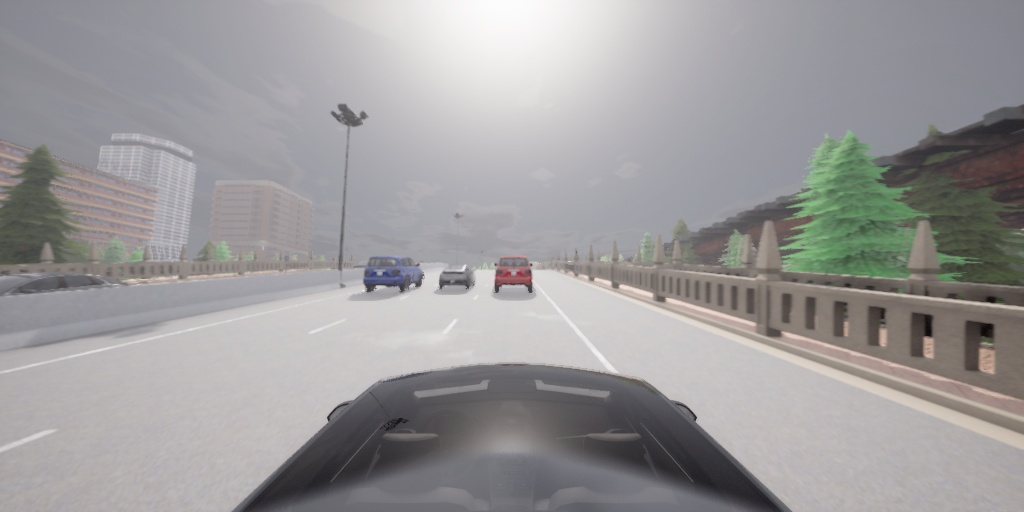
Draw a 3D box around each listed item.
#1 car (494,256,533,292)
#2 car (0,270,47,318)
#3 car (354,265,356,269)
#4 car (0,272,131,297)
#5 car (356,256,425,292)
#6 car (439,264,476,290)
[{"bbox_3d":[0.093,1.002,21.592,2.150,2.045,5.566,0,0,0],"label":"car"},{"bbox_3d":[-17.599,1.263,10.415,1.837,1.490,4.892,0,0,0],"label":"car"},{"bbox_3d":[-21.056,1.378,51.822,1.837,1.490,4.892,0,-1,1],"label":"car"},{"bbox_3d":[-14.100,1.263,10.448,1.837,1.490,4.892,0,0,0],"label":"car"},{"bbox_3d":[-6.906,1.002,21.412,2.150,2.045,5.566,0,0,0],"label":"car"},{"bbox_3d":[-3.407,1.275,22.933,2.128,1.511,4.902,0,0,0],"label":"car"}]
